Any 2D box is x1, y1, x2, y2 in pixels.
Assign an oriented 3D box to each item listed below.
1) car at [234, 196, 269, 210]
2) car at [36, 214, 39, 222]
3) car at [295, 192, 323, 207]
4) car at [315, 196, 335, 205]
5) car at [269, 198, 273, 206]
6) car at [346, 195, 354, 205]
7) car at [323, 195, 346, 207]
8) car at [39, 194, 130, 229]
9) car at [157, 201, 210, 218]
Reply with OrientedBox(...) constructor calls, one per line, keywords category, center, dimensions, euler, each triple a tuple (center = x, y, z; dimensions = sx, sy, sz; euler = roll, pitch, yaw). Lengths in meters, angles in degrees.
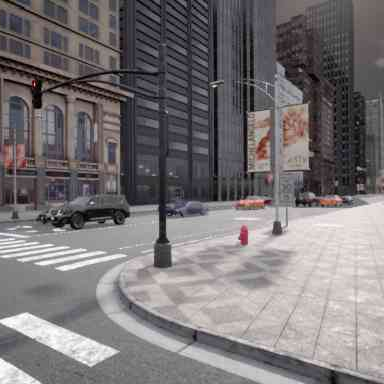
OrientedBox(category="car", center=(7.033, 1.261, 40.540), dimensions=(2.097, 1.767, 4.553), euler=(-1, 0, 38))
OrientedBox(category="car", center=(-8.875, 1.552, 23.886), dimensions=(1.994, 1.385, 4.181), euler=(-1, 0, 35))
OrientedBox(category="car", center=(16.758, 1.084, 48.374), dimensions=(2.150, 2.045, 5.566), euler=(-1, 0, 36))
OrientedBox(category="car", center=(22.851, 1.399, 56.930), dimensions=(2.033, 1.411, 5.357), euler=(-1, 0, 35))
OrientedBox(category="car", center=(10.789, 1.391, 51.369), dimensions=(1.882, 1.535, 5.008), euler=(-1, -1, 36))
OrientedBox(category="car", center=(25.281, 1.332, 54.740), dimensions=(1.837, 1.490, 4.892), euler=(-1, 0, 35))
OrientedBox(category="car", center=(19.897, 1.189, 47.174), dimensions=(2.097, 1.767, 4.553), euler=(-1, 0, 36))
OrientedBox(category="car", center=(-6.519, 1.187, 21.598), dimensions=(2.150, 2.045, 5.566), euler=(-1, 0, 35))
OrientedBox(category="car", center=(-0.388, 1.486, 30.211), dimensions=(2.033, 1.411, 5.357), euler=(-1, 0, 35))
